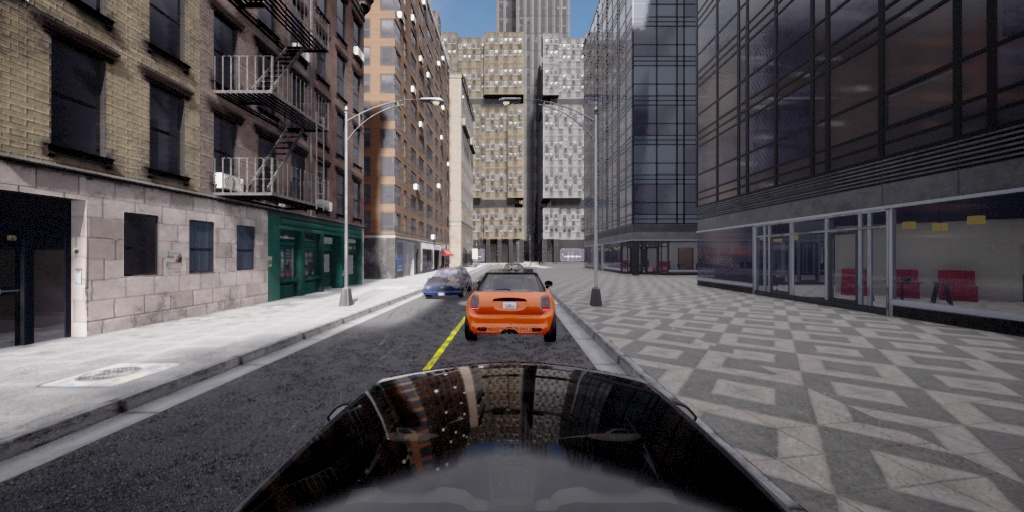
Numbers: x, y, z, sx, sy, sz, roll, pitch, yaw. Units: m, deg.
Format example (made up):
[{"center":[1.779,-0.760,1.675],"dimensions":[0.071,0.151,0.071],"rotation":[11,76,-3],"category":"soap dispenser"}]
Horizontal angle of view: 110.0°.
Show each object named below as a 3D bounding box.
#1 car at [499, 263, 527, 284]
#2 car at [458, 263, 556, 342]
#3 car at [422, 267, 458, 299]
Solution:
[{"center":[0.086,1.297,28.672],"dimensions":[2.033,1.411,5.357],"rotation":[0,0,0],"category":"car"},{"center":[0.064,1.102,9.988],"dimensions":[2.097,1.767,4.553],"rotation":[0,0,3],"category":"car"},{"center":[-3.107,1.298,18.456],"dimensions":[2.033,1.411,5.357],"rotation":[0,0,0],"category":"car"}]
